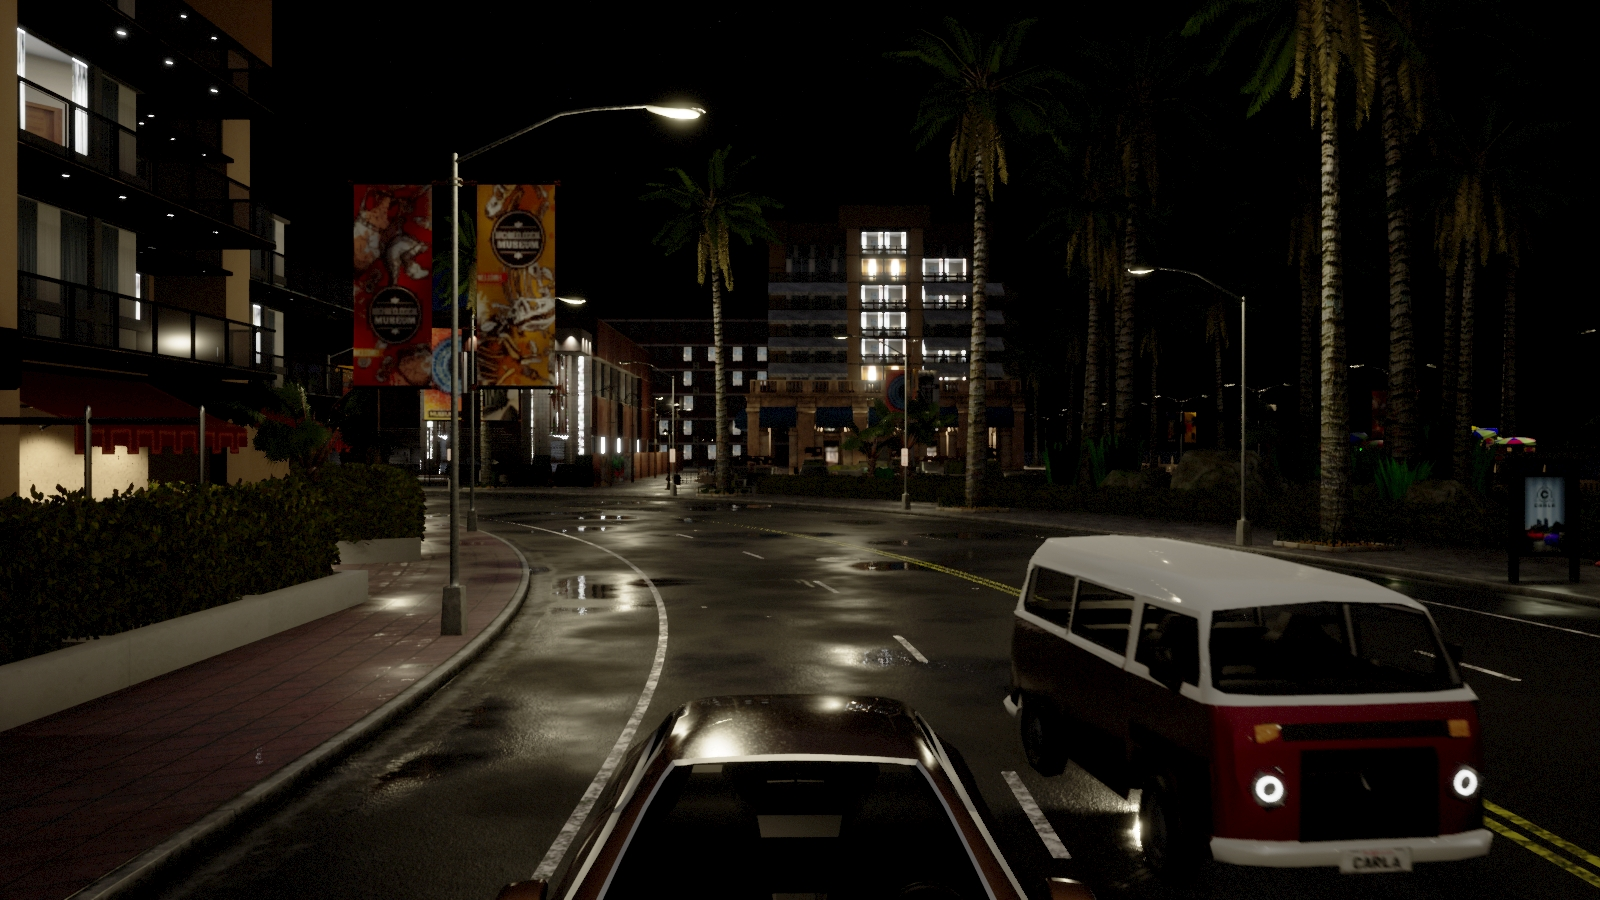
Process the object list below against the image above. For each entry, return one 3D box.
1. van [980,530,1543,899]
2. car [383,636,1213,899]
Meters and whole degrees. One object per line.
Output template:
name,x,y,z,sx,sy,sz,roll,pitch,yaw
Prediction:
van,2.997,1.784,8.697,2.069,2.038,4.480,0,0,-7
car,-0.020,1.992,4.650,2.152,1.651,5.027,0,0,-1
